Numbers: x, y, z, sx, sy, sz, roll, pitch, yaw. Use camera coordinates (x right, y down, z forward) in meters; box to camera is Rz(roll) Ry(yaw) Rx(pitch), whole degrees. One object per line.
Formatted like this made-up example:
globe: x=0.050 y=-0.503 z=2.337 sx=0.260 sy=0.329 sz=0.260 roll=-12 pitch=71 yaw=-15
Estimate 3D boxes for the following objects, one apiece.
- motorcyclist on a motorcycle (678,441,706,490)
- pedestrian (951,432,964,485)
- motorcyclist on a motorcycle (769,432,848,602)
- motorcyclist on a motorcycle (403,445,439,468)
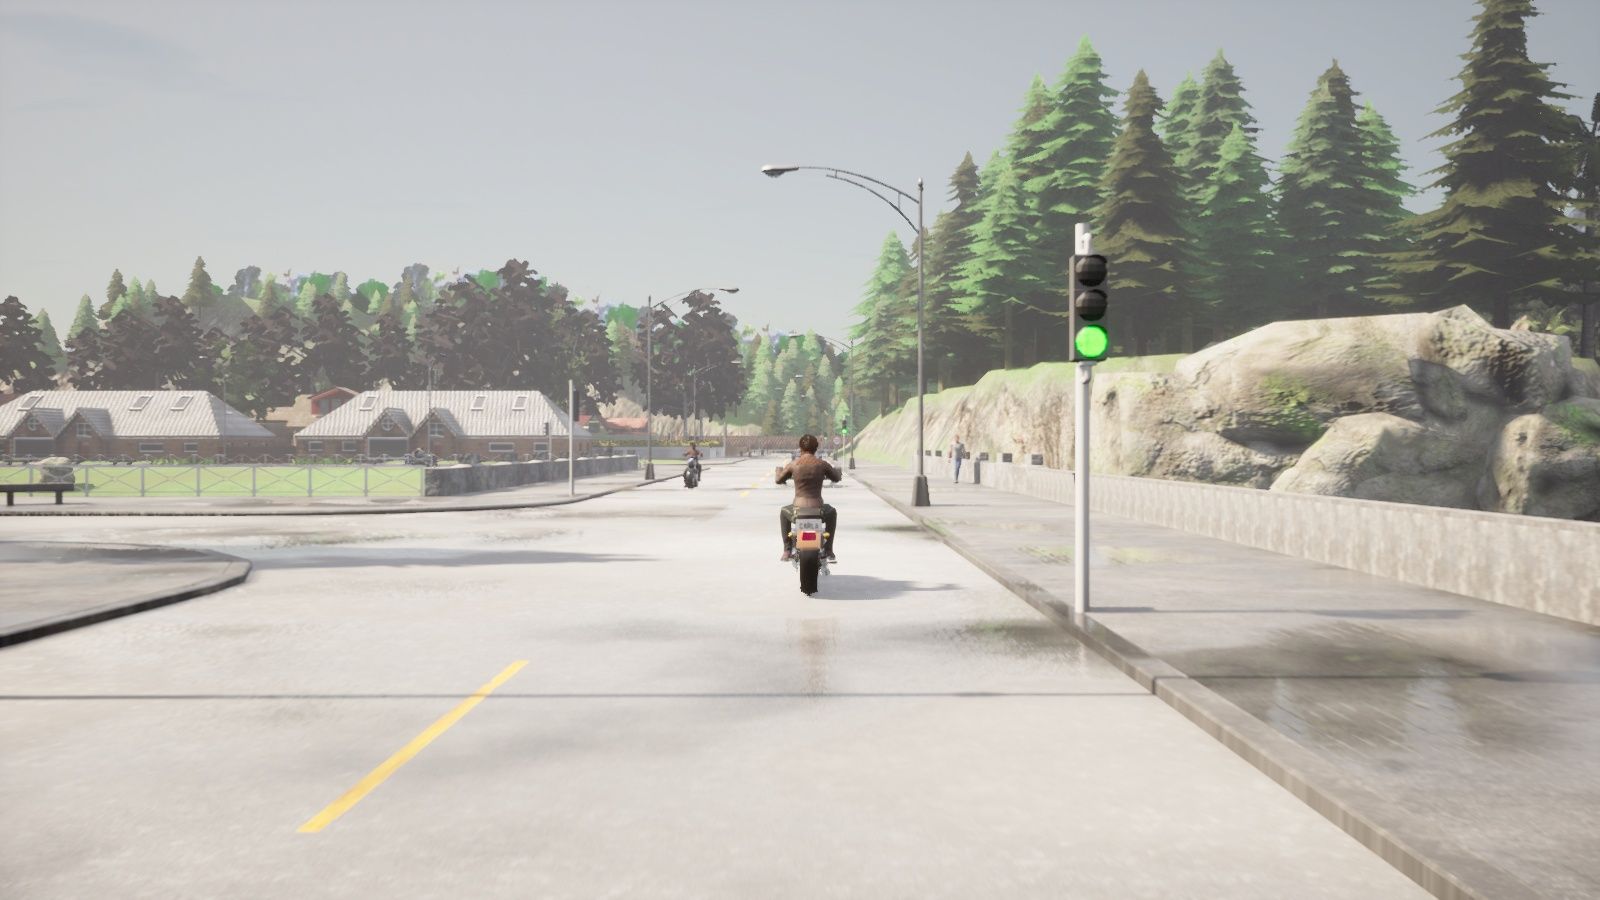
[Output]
motorcyclist on a motorcycle: x=-3.736 y=0.528 z=43.678 sx=0.766 sy=1.649 sz=2.350 roll=0 pitch=0 yaw=0
pedestrian: x=5.542 y=0.292 z=44.282 sx=0.354 sy=1.836 sz=0.706 roll=0 pitch=0 yaw=-1
motorcyclist on a motorcycle: x=0.092 y=0.646 z=13.326 sx=0.766 sy=1.649 sz=2.350 roll=0 pitch=0 yaw=0
motorcyclist on a motorcycle: x=-26.003 y=0.432 z=86.110 sx=2.191 sy=1.530 sz=0.866 roll=0 pitch=0 yaw=0
